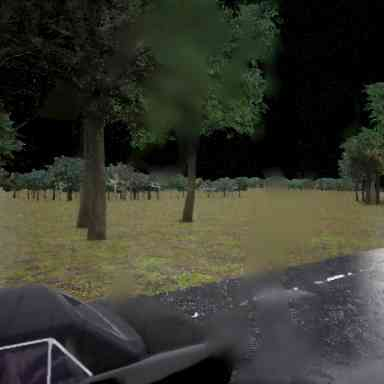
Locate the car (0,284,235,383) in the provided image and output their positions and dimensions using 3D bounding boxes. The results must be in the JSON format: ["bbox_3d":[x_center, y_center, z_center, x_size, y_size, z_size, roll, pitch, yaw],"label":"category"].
[{"bbox_3d":[-1.999,1.601,2.563,4.718,1.301,1.895,0,0,-35],"label":"car"}]
